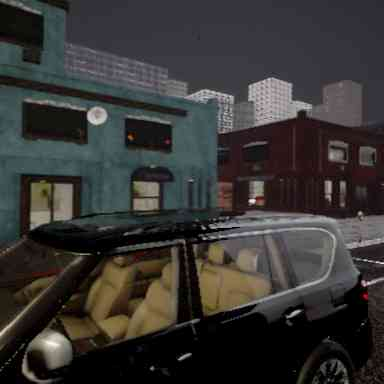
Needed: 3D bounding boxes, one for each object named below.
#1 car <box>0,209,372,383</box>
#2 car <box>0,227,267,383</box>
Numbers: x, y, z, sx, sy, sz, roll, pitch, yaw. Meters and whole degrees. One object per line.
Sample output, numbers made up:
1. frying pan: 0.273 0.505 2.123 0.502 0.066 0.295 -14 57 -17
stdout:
1. car: -0.638 1.224 2.911 5.566 2.045 2.150 0 0 -36
2. car: -0.942 1.548 5.876 4.507 1.381 1.887 0 1 -36
